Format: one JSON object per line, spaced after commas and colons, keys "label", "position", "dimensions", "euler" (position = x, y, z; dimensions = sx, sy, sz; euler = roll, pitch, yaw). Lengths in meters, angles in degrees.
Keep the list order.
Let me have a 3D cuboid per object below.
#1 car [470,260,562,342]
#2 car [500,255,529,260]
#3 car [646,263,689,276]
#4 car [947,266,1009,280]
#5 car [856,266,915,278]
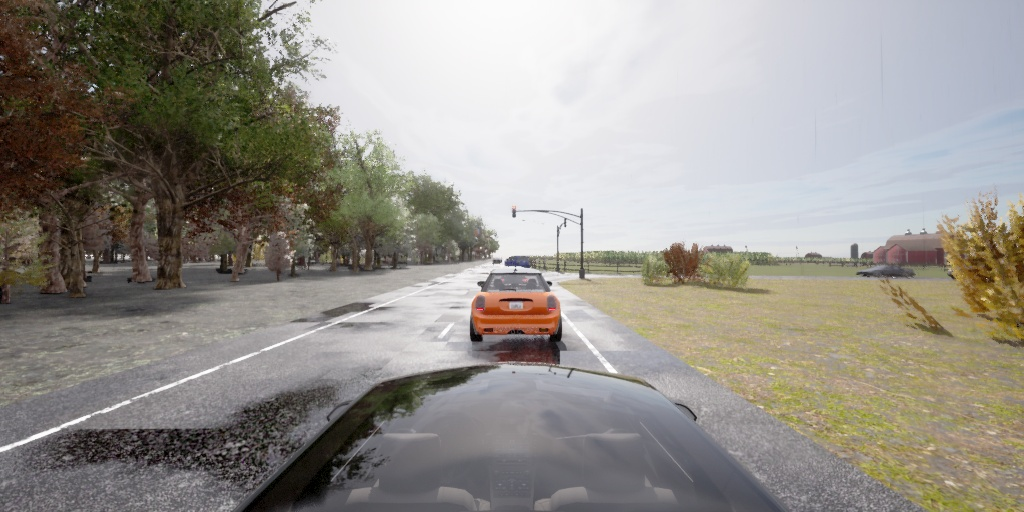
{"label": "car", "position": [0.083, 1.104, 9.954], "dimensions": [2.097, 1.767, 4.553], "euler": [0, 0, 0]}
{"label": "car", "position": [0.668, 0.968, 49.763], "dimensions": [2.150, 2.045, 5.566], "euler": [-1, 0, -21]}
{"label": "car", "position": [18.050, 1.495, 41.322], "dimensions": [4.902, 1.511, 2.128], "euler": [0, -1, 1]}
{"label": "car", "position": [48.898, 1.772, 37.610], "dimensions": [4.902, 1.511, 2.128], "euler": [1, -1, 1]}
{"label": "car", "position": [42.937, 1.824, 41.234], "dimensions": [5.357, 1.411, 2.033], "euler": [1, -1, 0]}
